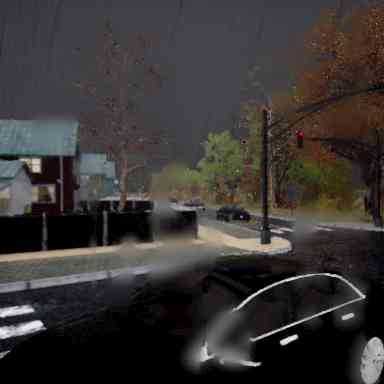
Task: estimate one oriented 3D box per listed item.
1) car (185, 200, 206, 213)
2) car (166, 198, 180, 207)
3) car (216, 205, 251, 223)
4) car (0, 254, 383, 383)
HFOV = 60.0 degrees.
[{"bbox_3d":[0.343,1.764,41.491,2.128,1.511,4.902,-1,0,-14],"label":"car"},{"bbox_3d":[-3.364,1.804,56.652,1.837,1.490,4.892,-1,0,-13],"label":"car"},{"bbox_3d":[3.510,1.815,28.693,1.994,1.385,4.181,-1,0,-14],"label":"car"},{"bbox_3d":[0.444,1.577,3.803,4.892,1.490,1.837,1,-1,-35],"label":"car"}]
